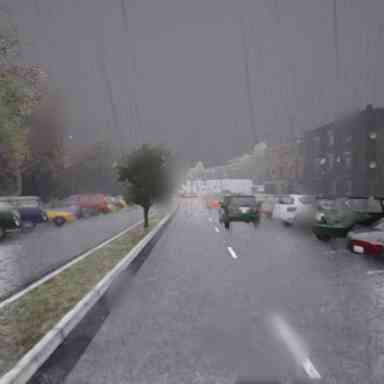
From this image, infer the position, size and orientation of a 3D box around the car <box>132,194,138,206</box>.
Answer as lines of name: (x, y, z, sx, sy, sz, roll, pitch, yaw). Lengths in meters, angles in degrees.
car: (-10.818, 1.489, 48.254, 4.792, 1.488, 2.163, -1, 0, -22)

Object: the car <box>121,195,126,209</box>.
car: (-10.560, 1.340, 39.390, 4.553, 1.767, 2.185, -1, 0, -21)

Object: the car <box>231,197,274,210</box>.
car: (7.585, 1.438, 41.834, 4.892, 1.521, 2.231, 1, 0, -21)

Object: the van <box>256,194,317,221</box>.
van: (7.605, 1.228, 26.720, 4.442, 1.987, 1.878, 1, 0, -20)

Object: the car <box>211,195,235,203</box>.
car: (6.475, 1.439, 68.999, 4.674, 1.452, 2.002, 1, 0, -24)

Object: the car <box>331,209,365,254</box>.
car: (7.712, 1.500, 11.724, 4.792, 1.488, 2.163, 1, 0, -20)

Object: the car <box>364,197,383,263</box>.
car: (7.724, 1.223, 8.715, 5.566, 2.045, 2.435, 1, 0, -20)

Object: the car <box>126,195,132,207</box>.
car: (-10.630, 1.464, 42.346, 5.008, 1.535, 2.097, -1, 0, -21)

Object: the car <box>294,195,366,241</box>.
car: (7.761, 1.217, 14.757, 5.566, 2.045, 2.435, 1, 0, -20)

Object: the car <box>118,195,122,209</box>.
car: (-10.543, 1.469, 36.413, 4.892, 1.521, 2.231, -1, 0, -20)

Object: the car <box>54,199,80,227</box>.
car: (-10.299, 1.476, 21.611, 5.366, 1.575, 1.946, -1, 0, -20)

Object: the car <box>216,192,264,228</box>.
car: (3.053, 1.200, 22.185, 2.150, 2.045, 5.566, 0, 0, 0)

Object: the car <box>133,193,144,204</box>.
car: (-11.000, 1.454, 54.190, 5.008, 1.535, 2.097, -1, 0, -22)

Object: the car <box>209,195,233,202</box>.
car: (6.253, 1.435, 72.015, 4.674, 1.452, 2.002, 1, 0, -25)

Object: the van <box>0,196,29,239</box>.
van: (-10.351, 1.260, 15.633, 4.442, 1.987, 1.878, -1, 0, -20)

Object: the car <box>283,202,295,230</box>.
car: (7.731, 1.465, 17.746, 5.008, 1.535, 2.097, 1, 0, -20)

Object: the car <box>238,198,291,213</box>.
car: (7.839, 1.444, 35.874, 5.366, 1.575, 1.946, 1, 0, -21)

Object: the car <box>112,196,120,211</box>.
car: (-10.349, 1.466, 33.513, 5.366, 1.575, 1.946, -1, 0, -20)

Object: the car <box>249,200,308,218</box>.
car: (7.727, 1.482, 29.790, 4.792, 1.488, 2.163, 1, 0, -20)

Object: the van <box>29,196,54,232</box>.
van: (-10.361, 1.257, 18.612, 4.442, 1.987, 1.878, -1, 0, -20)

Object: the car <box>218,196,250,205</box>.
car: (7.158, 1.416, 56.933, 5.008, 1.535, 2.097, 1, 0, -23)

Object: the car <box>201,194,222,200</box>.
car: (5.102, 1.411, 87.030, 4.792, 1.488, 2.163, 1, 0, -26)

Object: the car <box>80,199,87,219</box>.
car: (-10.508, 1.509, 24.507, 4.792, 1.488, 2.163, -1, 0, -20)

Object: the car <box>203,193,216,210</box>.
car: (2.911, 1.307, 41.772, 2.097, 1.767, 4.553, 0, 0, -1)

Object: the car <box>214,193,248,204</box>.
car: (6.988, 1.160, 59.936, 5.566, 2.045, 2.435, 1, 0, -23)

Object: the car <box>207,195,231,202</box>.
car: (6.033, 1.392, 75.026, 4.892, 1.521, 2.231, 1, 0, -25)

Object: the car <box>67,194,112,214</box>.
car: (-10.531, 1.223, 30.458, 5.566, 2.045, 2.435, -1, 0, -20)

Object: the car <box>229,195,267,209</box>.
car: (7.518, 1.307, 44.853, 4.553, 1.767, 2.185, 1, 0, -22)

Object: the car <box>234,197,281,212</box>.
car: (7.648, 1.441, 38.816, 5.008, 1.535, 2.097, 1, 0, -21)

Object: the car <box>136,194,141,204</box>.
car: (-10.861, 1.486, 51.248, 4.792, 1.488, 2.163, -1, 0, -22)

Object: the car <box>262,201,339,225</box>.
car: (7.719, 1.458, 23.757, 5.008, 1.535, 2.097, 1, 0, -20)

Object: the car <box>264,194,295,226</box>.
car: (7.750, 1.211, 20.765, 5.566, 2.045, 2.435, 1, 0, -20)

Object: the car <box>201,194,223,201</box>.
car: (5.054, 1.374, 83.970, 5.366, 1.575, 1.946, 1, 0, -26)

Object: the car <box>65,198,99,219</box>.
car: (-10.465, 1.505, 27.510, 4.792, 1.488, 2.163, -1, 0, -20)

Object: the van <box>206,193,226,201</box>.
van: (5.675, 1.160, 77.984, 4.442, 1.987, 1.878, 1, 0, -25)
